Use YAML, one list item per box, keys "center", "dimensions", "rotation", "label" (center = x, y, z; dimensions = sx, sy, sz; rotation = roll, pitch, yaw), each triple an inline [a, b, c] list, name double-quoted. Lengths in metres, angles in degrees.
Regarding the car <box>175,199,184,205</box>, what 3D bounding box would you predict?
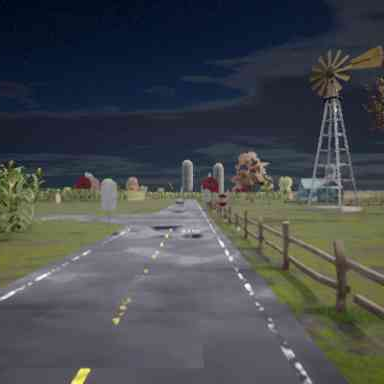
- center: [-2.730, 2.200, 74.611]
  dimensions: [1.882, 1.535, 5.008]
  rotation: [0, -1, 0]
  label: "car"
